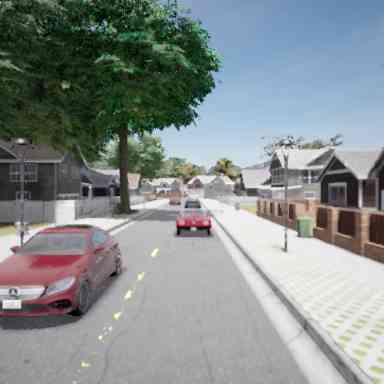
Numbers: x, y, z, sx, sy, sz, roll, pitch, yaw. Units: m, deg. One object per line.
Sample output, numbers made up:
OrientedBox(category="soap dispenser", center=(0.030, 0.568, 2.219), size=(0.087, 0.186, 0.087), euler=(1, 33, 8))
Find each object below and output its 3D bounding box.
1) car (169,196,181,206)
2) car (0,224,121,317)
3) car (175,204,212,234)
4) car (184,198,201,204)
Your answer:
OrientedBox(category="car", center=(-2.786, 1.436, 55.619), size=(1.882, 1.535, 5.008), euler=(0, 0, 0))
OrientedBox(category="car", center=(-2.853, 1.522, 7.600), size=(1.812, 1.442, 4.674), euler=(0, 0, 0))
OrientedBox(category="car", center=(0.089, 1.591, 19.020), size=(1.895, 1.301, 4.718), euler=(0, 0, 0))
OrientedBox(category="car", center=(0.085, 1.466, 39.687), size=(2.128, 1.511, 4.902), euler=(0, 0, 0))
